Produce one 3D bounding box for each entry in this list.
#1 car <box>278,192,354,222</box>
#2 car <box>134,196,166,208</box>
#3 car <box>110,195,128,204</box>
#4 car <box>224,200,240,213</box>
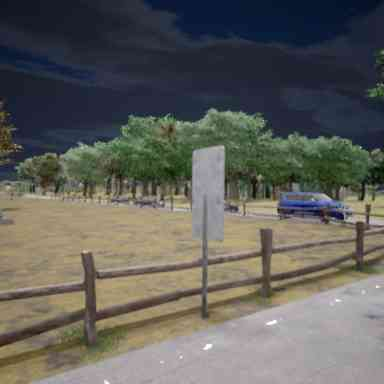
[{"bbox_3d":[8.910,1.053,24.542,2.150,2.045,5.566,1,-1,-34],"label":"car"},{"bbox_3d":[-5.316,1.312,44.625,2.128,1.511,4.902,1,-1,-35],"label":"car"},{"bbox_3d":[-13.357,1.339,60.820,2.128,1.511,4.902,1,-1,-35],"label":"car"},{"bbox_3d":[2.458,1.374,33.672,2.033,1.411,5.357,1,-1,-35],"label":"car"}]
